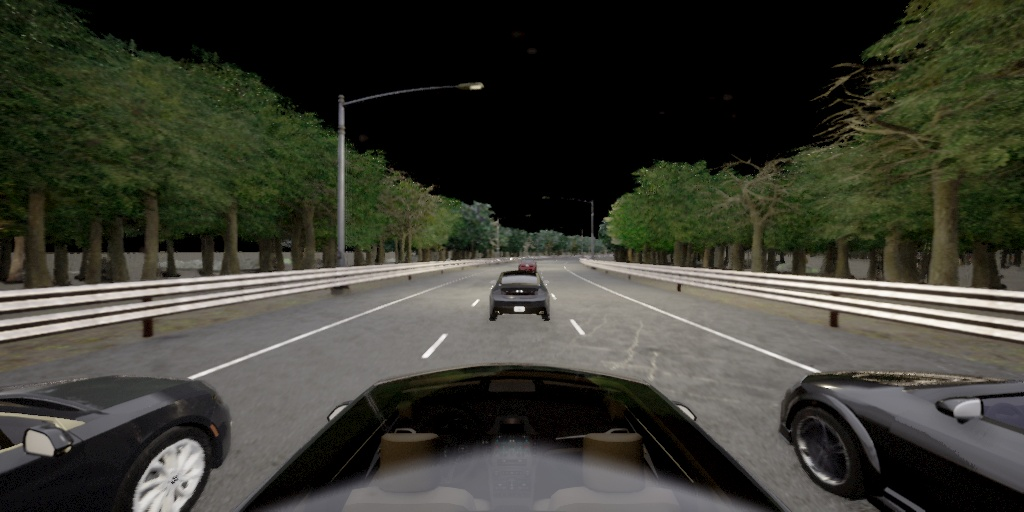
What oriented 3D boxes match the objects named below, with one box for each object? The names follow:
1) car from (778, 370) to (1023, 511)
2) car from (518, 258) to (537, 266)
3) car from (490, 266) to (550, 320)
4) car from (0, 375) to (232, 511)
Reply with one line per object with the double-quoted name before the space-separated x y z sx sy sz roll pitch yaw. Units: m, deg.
"car" 3.629 1.317 1.816 1.994 1.385 4.181 0 0 0
"car" 1.890 1.068 42.423 2.097 1.767 4.553 0 0 5
"car" 0.275 1.253 12.554 1.837 1.490 4.892 0 0 2
"car" -3.373 1.252 1.140 1.837 1.490 4.892 0 0 0
